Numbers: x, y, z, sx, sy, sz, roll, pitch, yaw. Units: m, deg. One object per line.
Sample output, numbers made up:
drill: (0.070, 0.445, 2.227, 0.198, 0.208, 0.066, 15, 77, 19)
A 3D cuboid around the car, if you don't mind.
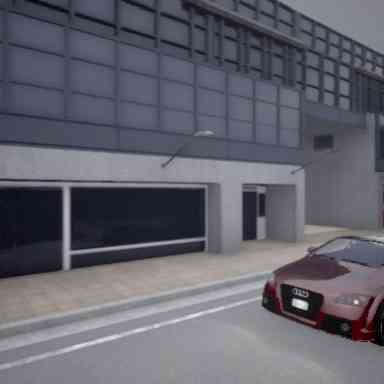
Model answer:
car: (3.295, 1.559, 6.349, 4.181, 1.385, 1.994, 0, 0, -36)
